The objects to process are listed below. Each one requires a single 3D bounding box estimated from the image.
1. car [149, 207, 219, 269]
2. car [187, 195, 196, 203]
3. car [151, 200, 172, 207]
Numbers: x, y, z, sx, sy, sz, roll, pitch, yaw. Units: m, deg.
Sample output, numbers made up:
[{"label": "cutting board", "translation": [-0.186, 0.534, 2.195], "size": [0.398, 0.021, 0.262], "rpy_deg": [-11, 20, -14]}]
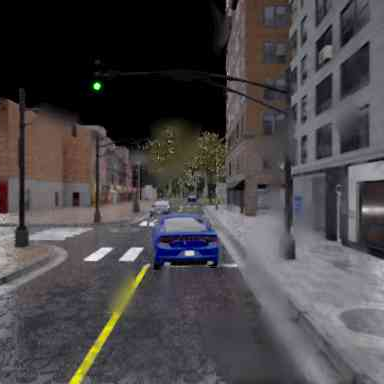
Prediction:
[{"label": "car", "translation": [-0.414, 1.477, 11.284], "size": [1.882, 1.535, 5.008], "rpy_deg": [0, 0, -8]}, {"label": "car", "translation": [-0.019, 1.434, 70.908], "size": [1.882, 1.535, 5.008], "rpy_deg": [0, 0, 0]}, {"label": "car", "translation": [-2.849, 1.533, 31.741], "size": [1.812, 1.442, 4.674], "rpy_deg": [0, 0, 1]}]
